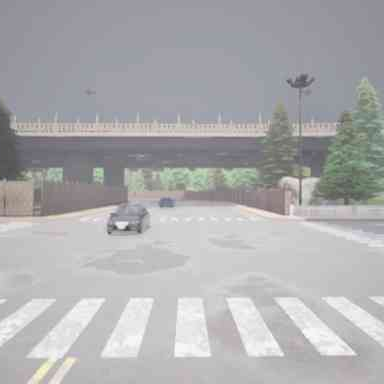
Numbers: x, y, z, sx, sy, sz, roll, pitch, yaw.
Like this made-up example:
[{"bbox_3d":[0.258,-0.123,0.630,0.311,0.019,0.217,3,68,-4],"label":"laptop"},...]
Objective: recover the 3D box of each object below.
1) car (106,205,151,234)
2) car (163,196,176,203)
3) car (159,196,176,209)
[{"bbox_3d":[-3.500,1.486,18.938,2.128,1.511,4.902,0,0,0],"label":"car"},{"bbox_3d":[-4.856,1.589,72.446,1.895,1.301,4.718,0,0,-15],"label":"car"},{"bbox_3d":[-3.565,1.518,46.634,1.882,1.535,5.008,0,1,0],"label":"car"}]
